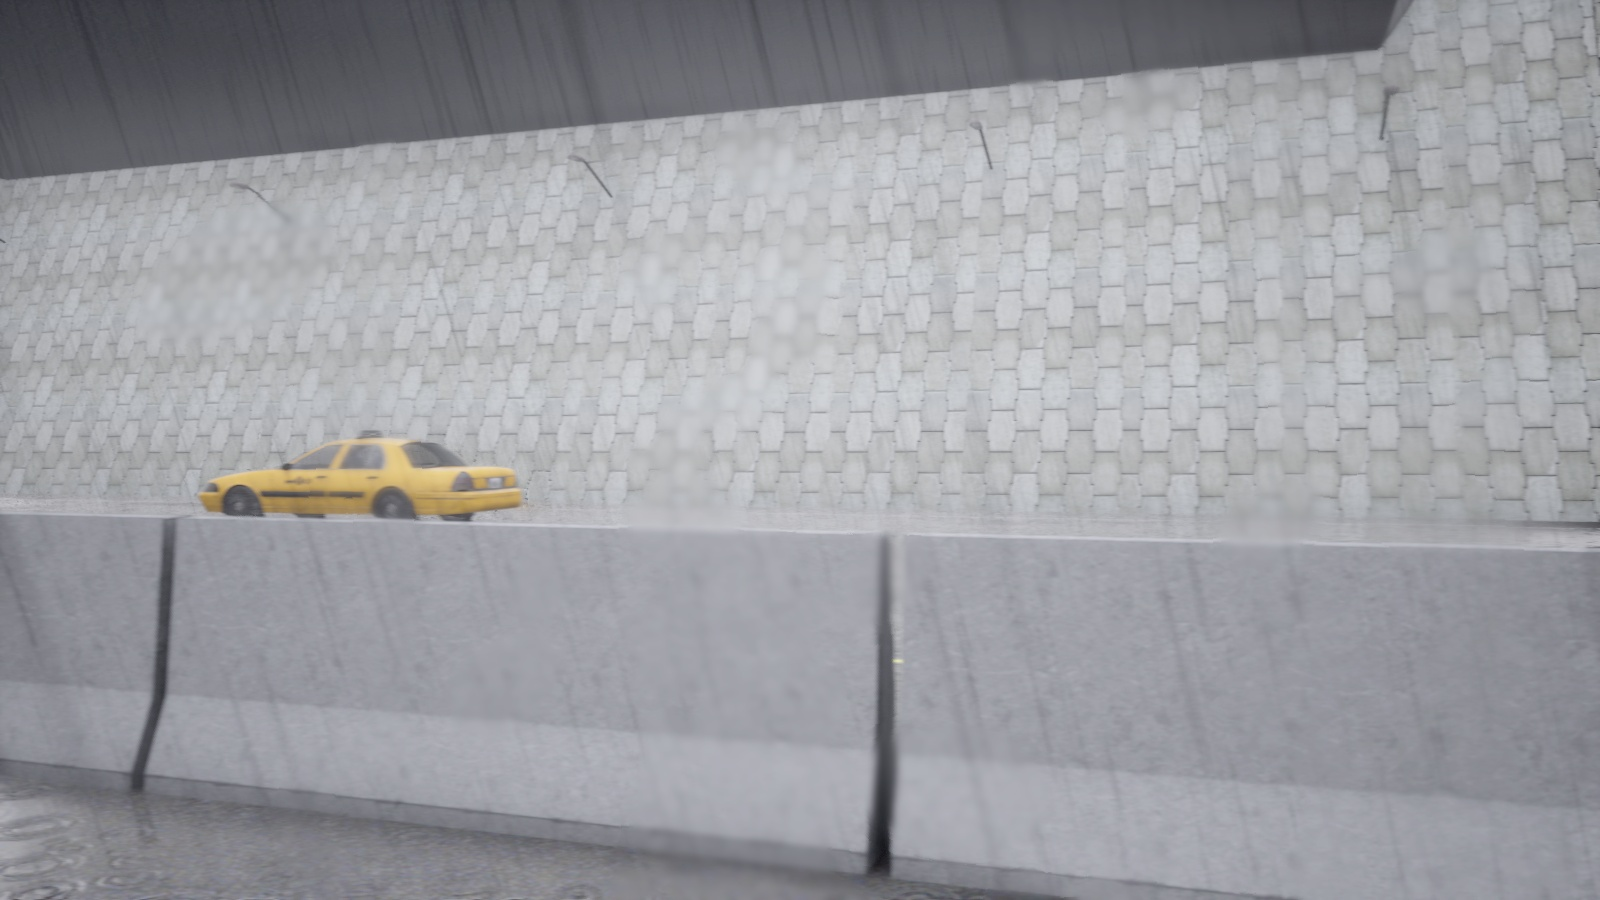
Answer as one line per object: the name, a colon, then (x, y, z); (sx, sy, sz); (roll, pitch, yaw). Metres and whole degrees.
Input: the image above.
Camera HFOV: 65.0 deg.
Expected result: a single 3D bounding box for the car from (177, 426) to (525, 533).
car: (-7.304, 0.411, 20.419); (5.366, 1.575, 1.801); (1, 1, 19)
